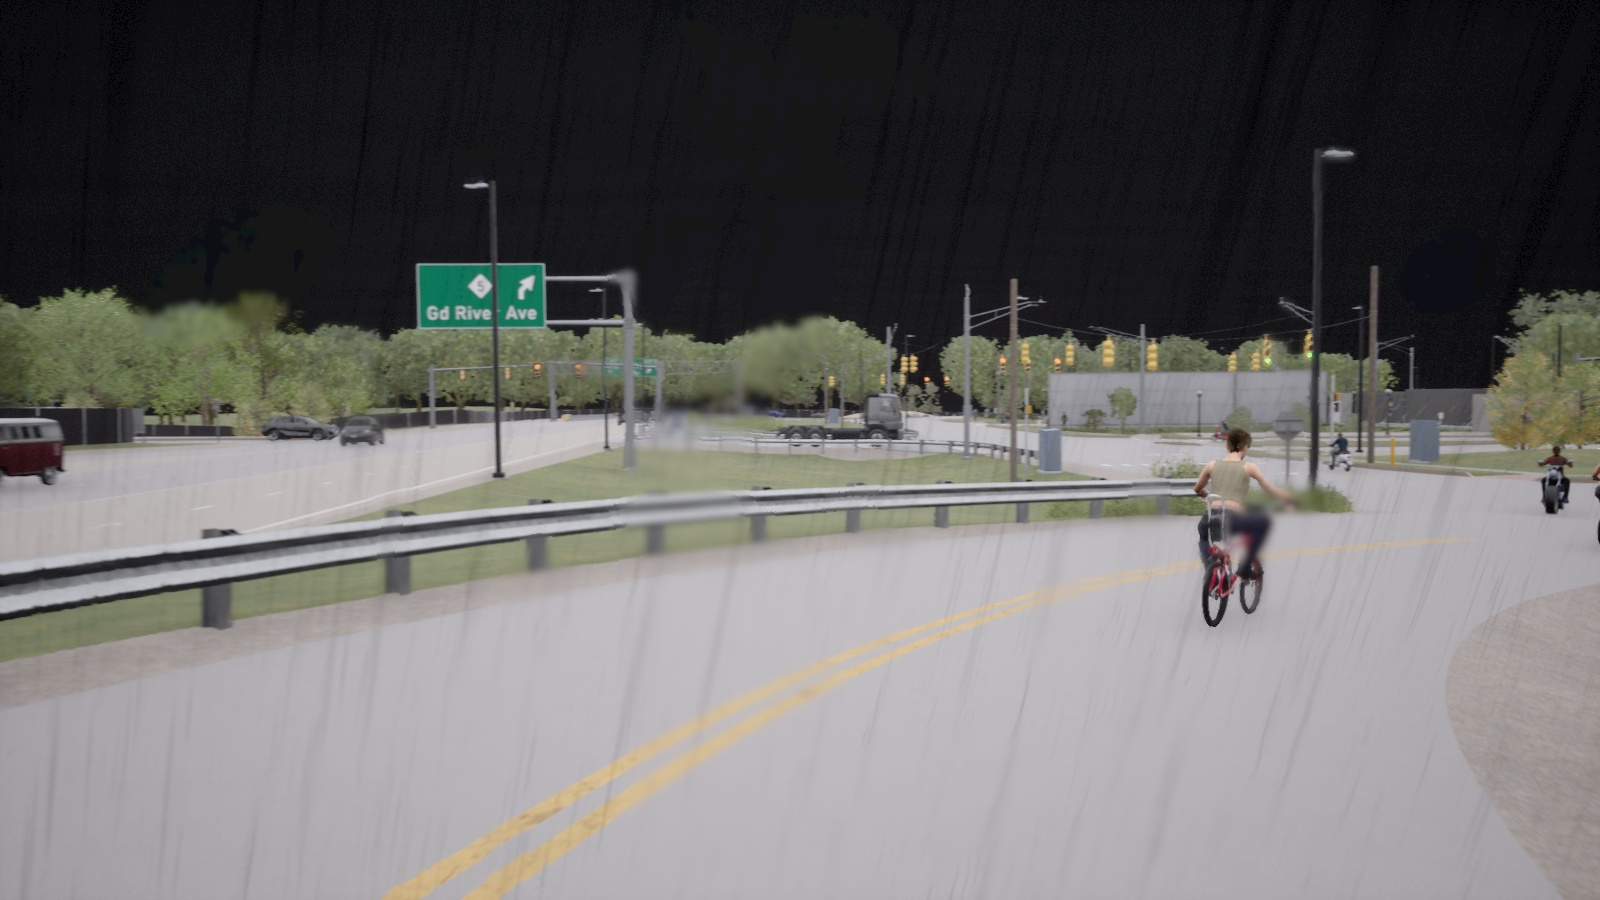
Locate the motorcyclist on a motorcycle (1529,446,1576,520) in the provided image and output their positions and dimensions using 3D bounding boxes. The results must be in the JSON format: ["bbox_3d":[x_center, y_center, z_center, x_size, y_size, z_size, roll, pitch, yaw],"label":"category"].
[{"bbox_3d":[18.008,0.746,30.029,0.766,1.649,2.350,1,2,36],"label":"motorcyclist on a motorcycle"}]

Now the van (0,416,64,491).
[{"bbox_3d":[-22.524,0.075,34.780,1.775,1.987,4.442,-1,2,-3],"label":"van"}]

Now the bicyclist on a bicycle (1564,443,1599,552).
[{"bbox_3d":[12.542,0.721,19.278,1.509,1.612,0.866,1,3,-40],"label":"bicyclist on a bicycle"}]

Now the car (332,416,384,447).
[{"bbox_3d":[-24.310,-1.059,69.216,1.851,1.617,3.988,-1,2,-7],"label":"car"}]

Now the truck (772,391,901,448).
[{"bbox_3d":[2.215,-1.929,78.705,7.936,3.462,2.891,1,2,-2],"label":"truck"}]

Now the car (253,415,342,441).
[{"bbox_3d":[-32.054,-1.425,80.166,4.856,1.649,2.033,0,2,3],"label":"car"}]

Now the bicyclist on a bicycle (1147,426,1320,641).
[{"bbox_3d":[3.621,0.635,10.426,0.866,1.612,1.509,3,2,37],"label":"bicyclist on a bicycle"}]

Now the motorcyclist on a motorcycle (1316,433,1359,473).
[{"bbox_3d":[22.018,0.116,51.490,0.866,1.590,1.817,-1,2,-4],"label":"motorcyclist on a motorcycle"}]
